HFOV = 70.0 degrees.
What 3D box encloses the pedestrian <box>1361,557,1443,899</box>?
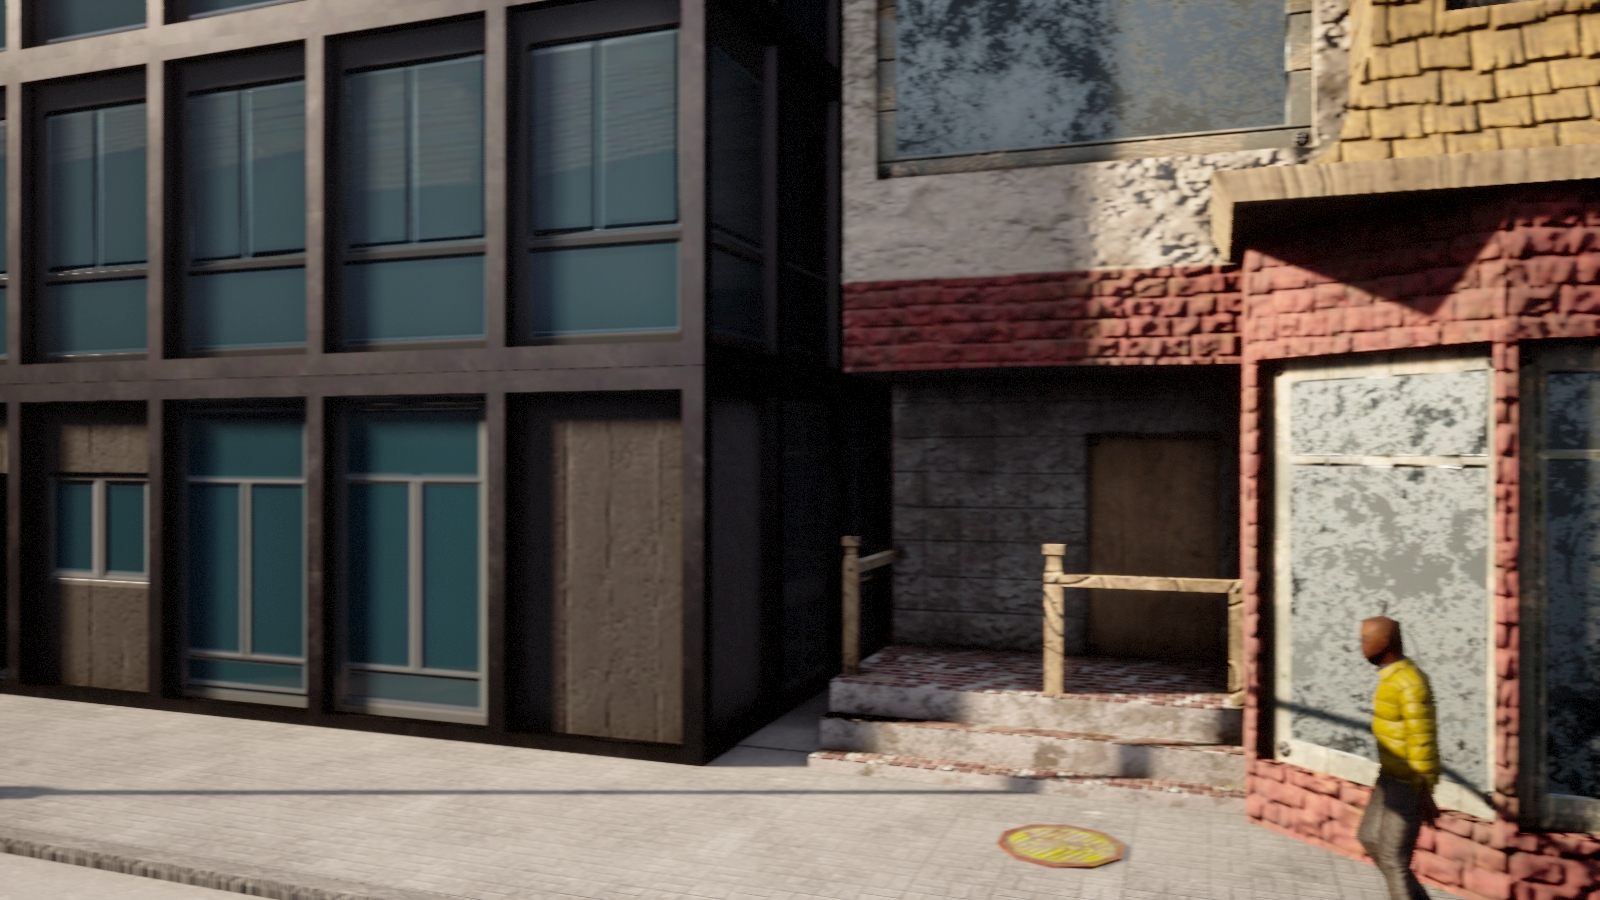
[{"bbox_3d":[3.205,1.524,6.099,0.375,1.860,0.375,0,0,26],"label":"pedestrian"}]
